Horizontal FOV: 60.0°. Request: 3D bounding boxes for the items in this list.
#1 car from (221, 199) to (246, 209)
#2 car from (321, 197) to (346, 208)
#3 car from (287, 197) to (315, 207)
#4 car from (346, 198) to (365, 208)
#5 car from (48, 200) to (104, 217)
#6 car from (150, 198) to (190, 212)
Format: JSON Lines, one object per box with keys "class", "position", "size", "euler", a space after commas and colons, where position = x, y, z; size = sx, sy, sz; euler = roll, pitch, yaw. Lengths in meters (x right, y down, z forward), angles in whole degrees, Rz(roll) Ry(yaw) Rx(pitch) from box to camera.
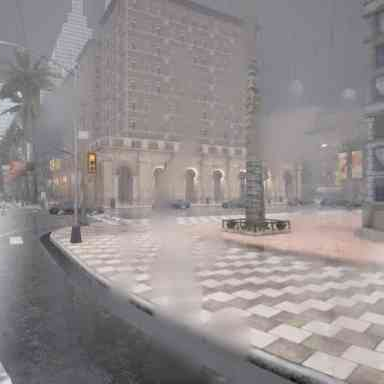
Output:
{"class": "car", "position": [5.973, 1.564, 44.336], "size": [4.181, 1.385, 1.994], "euler": [0, 0, -29]}
{"class": "car", "position": [21.102, 1.492, 48.934], "size": [4.902, 1.511, 2.128], "euler": [0, 0, -30]}
{"class": "car", "position": [16.511, 1.505, 50.427], "size": [4.892, 1.490, 1.837], "euler": [0, 0, -30]}
{"class": "car", "position": [24.548, 1.547, 46.797], "size": [5.357, 1.411, 2.033], "euler": [0, 0, -31]}
{"class": "car", "position": [-10.670, 1.505, 30.909], "size": [4.892, 1.490, 1.837], "euler": [0, 1, -23]}
{"class": "car", "position": [-2.576, 1.492, 39.399], "size": [4.902, 1.511, 2.128], "euler": [0, 0, -28]}
